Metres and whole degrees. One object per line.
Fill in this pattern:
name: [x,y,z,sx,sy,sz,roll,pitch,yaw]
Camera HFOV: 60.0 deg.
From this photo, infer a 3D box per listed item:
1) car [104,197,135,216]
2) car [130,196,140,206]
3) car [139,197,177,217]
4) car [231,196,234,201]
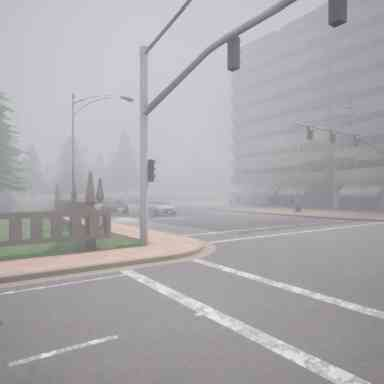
car: [-7.366,1.435,31.653,2.128,1.511,4.902,0,0,-25]
car: [-7.986,1.436,54.662,2.128,1.511,4.902,0,0,7]
car: [-3.068,1.469,30.910,1.812,1.442,4.674,0,0,-28]
car: [11.470,1.456,81.129,4.674,1.442,1.812,0,0,-35]
